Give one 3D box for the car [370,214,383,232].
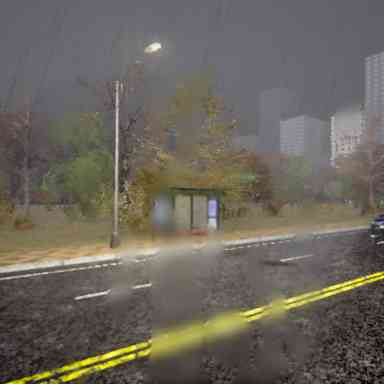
[{"bbox_3d":[13.539,1.872,21.778,4.674,1.442,1.812,0,-1,-36],"label":"car"}]
